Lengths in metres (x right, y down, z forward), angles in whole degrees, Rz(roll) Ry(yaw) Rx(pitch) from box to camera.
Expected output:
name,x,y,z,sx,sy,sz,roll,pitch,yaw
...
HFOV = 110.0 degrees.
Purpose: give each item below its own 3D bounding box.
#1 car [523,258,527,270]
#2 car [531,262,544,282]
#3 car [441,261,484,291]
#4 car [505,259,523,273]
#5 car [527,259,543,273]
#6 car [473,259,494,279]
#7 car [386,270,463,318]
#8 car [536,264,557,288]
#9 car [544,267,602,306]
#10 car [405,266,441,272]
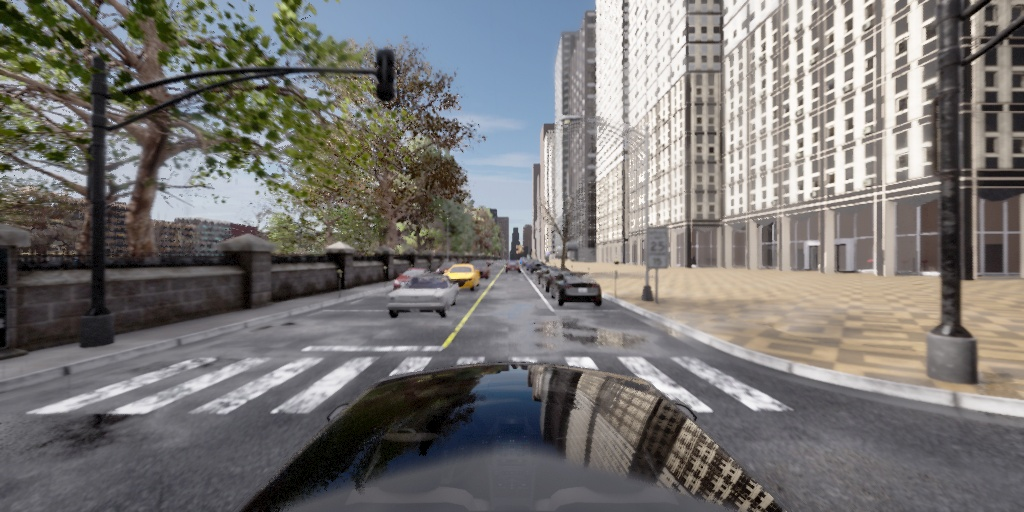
name,x,y,z,sx,sy,sz,roll,pitch,yaw
car,3.127,1.220,51.019,2.097,1.767,4.553,0,0,0
car,2.696,1.369,27.000,1.948,1.339,4.313,0,0,0
car,-3.095,1.271,22.596,1.882,1.535,5.008,0,0,0
car,0.113,1.376,45.011,1.812,1.442,4.674,0,0,0
car,3.157,1.351,44.049,1.837,1.490,4.892,0,0,0
car,-3.080,1.170,32.843,2.097,1.767,4.553,0,0,0
car,-3.096,1.375,13.264,1.895,1.301,4.718,0,0,-3
car,2.694,1.356,21.368,1.948,1.339,4.313,0,0,0
car,2.693,1.344,15.735,1.948,1.339,4.313,0,0,0
car,-5.686,1.373,21.370,1.802,1.307,4.207,0,0,0
